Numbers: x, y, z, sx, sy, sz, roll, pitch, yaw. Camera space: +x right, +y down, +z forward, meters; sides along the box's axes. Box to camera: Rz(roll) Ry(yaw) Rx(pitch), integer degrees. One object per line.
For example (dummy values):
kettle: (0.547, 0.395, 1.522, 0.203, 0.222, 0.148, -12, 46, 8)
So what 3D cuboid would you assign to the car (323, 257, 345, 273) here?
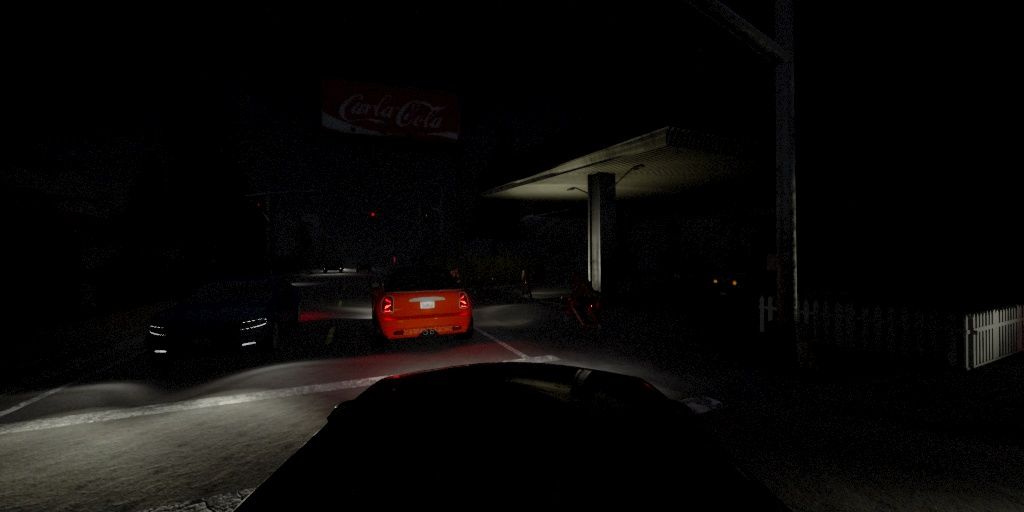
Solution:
car: (-23.808, 1.173, 47.775, 2.150, 2.045, 5.566, 0, 0, -25)

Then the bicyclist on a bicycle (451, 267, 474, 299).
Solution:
bicyclist on a bicycle: (-2.660, 1.310, 16.386, 1.656, 1.620, 0.582, 1, 0, 37)

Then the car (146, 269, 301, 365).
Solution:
car: (-6.274, 1.210, 8.381, 1.882, 1.535, 5.008, 0, 0, -23)

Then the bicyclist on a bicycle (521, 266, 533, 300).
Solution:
bicyclist on a bicycle: (0.753, 1.326, 17.890, 0.582, 1.620, 1.656, -1, 0, 16)

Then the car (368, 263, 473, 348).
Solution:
car: (-2.563, 1.052, 9.459, 2.097, 1.767, 4.553, 0, 0, -22)

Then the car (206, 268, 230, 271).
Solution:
car: (-21.283, 1.621, 26.451, 5.357, 1.411, 2.033, -1, 1, -24)

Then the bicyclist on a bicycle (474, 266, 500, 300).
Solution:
bicyclist on a bicycle: (-1.356, 1.336, 17.770, 1.656, 1.620, 0.582, 0, 0, -21)

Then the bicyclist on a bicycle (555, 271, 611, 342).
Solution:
bicyclist on a bicycle: (1.687, 1.198, 8.683, 0.582, 1.620, 1.656, 3, -2, -43)

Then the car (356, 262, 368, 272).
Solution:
car: (-21.198, 1.533, 51.107, 1.895, 1.301, 4.718, 0, 0, -24)
